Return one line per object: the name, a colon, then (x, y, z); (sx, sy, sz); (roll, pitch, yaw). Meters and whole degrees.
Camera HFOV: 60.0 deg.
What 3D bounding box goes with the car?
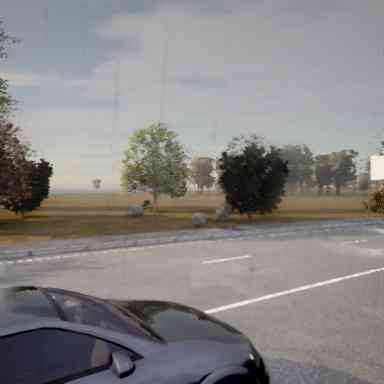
car: (-1.304, 1.559, 2.749); (4.181, 1.385, 1.994); (0, 0, -35)
